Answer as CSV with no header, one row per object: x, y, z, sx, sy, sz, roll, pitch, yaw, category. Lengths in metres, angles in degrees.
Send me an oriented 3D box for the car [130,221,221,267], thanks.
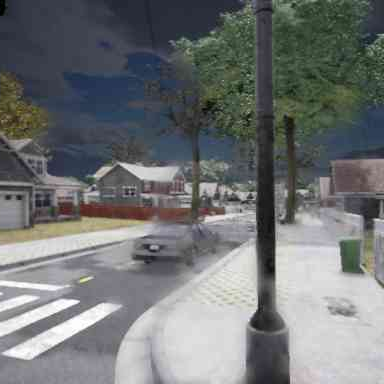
-0.352,1.804,12.509,2.033,1.411,5.357,-1,-2,18,car

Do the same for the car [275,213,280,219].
9.545,2.709,42.001,2.128,1.511,4.902,-1,-2,19,car
